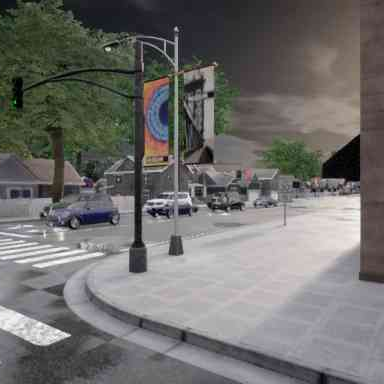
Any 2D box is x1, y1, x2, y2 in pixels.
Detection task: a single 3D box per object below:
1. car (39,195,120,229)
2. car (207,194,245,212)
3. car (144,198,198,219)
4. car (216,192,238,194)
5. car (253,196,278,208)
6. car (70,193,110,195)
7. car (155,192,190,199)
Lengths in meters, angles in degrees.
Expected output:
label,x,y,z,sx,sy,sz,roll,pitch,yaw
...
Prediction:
label,x,y,z,sx,sy,sz,roll,pitch,yaw
car,-6.729,1.263,20.821,2.097,1.767,4.553,0,0,35
car,3.946,1.287,35.742,1.882,1.535,5.008,0,0,35
car,-1.504,1.461,28.139,1.895,1.301,4.718,0,0,36
car,4.038,1.004,41.438,2.150,2.045,5.566,0,0,35
car,9.743,1.248,43.806,2.128,1.511,4.902,0,0,36
car,-8.207,1.120,24.397,2.150,2.045,5.566,0,0,34
car,-2.216,1.062,32.708,2.150,2.045,5.566,0,0,35
